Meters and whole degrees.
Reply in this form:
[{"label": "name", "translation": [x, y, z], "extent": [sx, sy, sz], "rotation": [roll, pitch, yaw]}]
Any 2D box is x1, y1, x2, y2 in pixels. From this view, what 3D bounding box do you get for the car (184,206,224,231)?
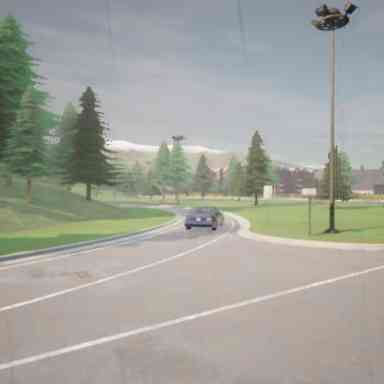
[{"label": "car", "translation": [0.888, 1.606, 21.220], "extent": [2.033, 1.411, 5.357], "rotation": [0, 0, 12]}]
